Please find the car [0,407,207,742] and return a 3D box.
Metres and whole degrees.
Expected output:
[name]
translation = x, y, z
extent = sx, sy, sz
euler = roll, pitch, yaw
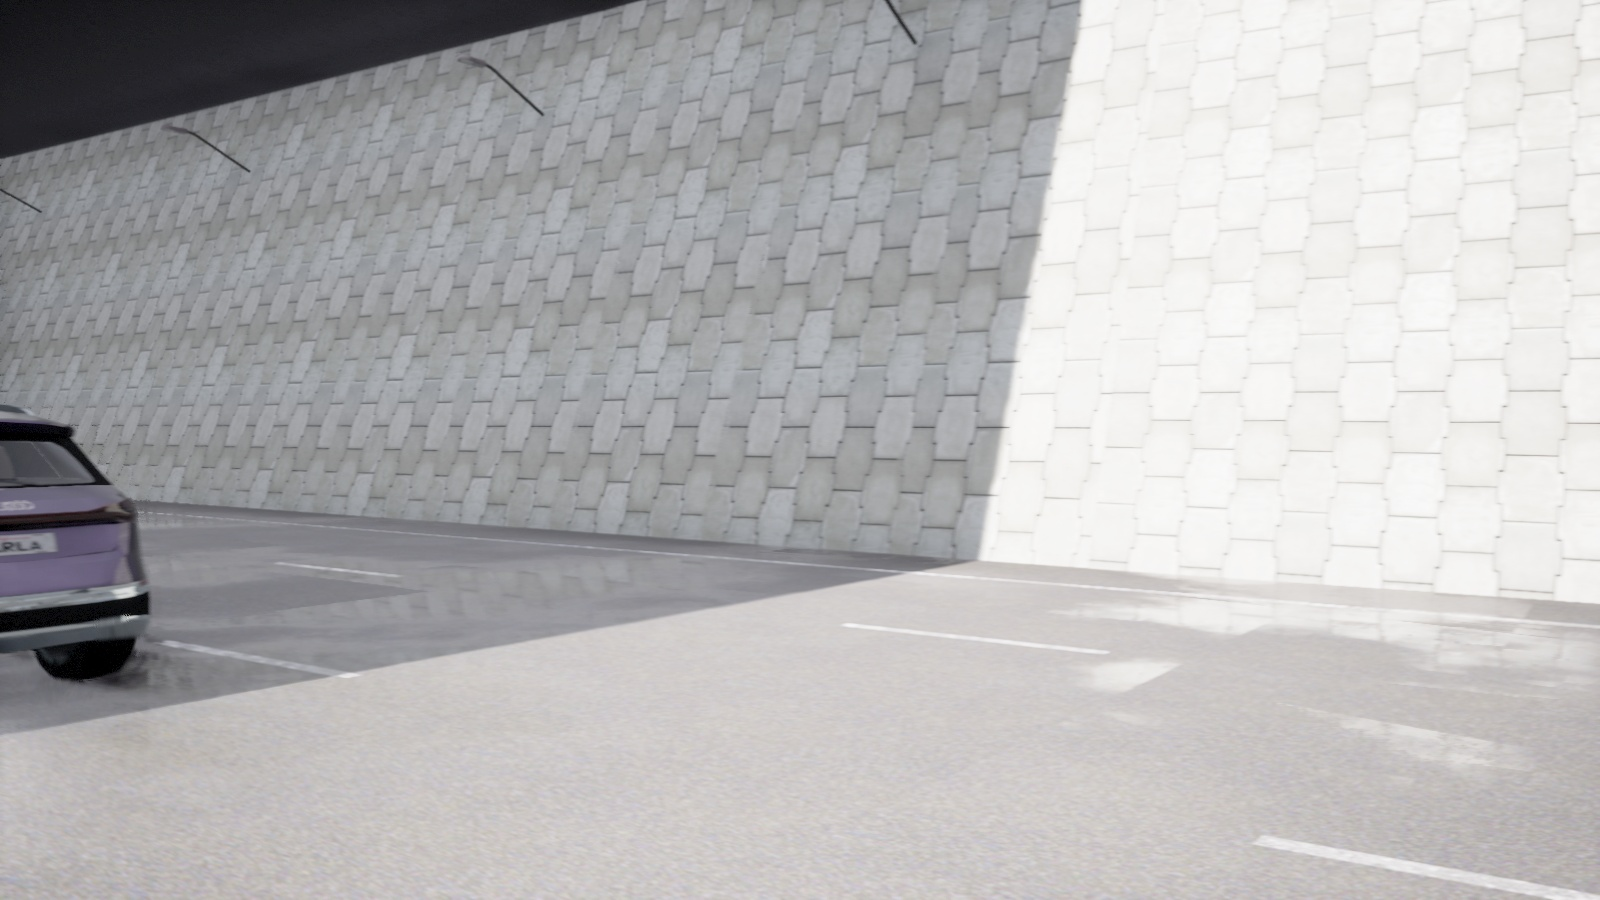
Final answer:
[car]
translation = -5.932, 0.612, 7.563
extent = 4.856, 1.649, 2.033
euler = 0, 1, 34
